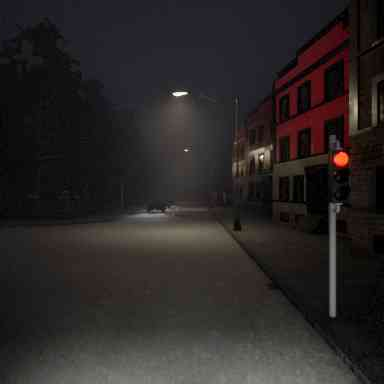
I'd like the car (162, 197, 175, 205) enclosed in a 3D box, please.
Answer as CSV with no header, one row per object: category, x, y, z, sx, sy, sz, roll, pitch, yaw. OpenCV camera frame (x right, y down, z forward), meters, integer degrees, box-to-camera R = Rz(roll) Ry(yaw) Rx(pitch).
car,-4.005,1.601,58.039,1.895,1.301,4.718,0,0,0

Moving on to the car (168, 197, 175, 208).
car,-4.039,1.491,48.023,2.128,1.511,4.902,0,0,0

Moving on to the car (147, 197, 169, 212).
car,-4.055,1.601,38.645,1.895,1.301,4.718,0,0,0
